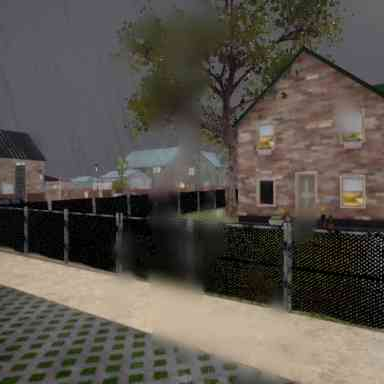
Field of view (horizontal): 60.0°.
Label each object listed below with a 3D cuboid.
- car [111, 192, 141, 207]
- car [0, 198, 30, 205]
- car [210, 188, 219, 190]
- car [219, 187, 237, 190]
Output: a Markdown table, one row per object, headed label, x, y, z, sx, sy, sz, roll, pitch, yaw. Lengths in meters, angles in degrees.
| label | x | y | z | sx | sy | sz | roll | pitch | yaw |
| --- | --- | --- | --- | --- | --- | --- | --- | --- | --- |
| car | -5.955 | 0.744 | 29.467 | 2.033 | 1.411 | 5.357 | -1 | 2 | 35 |
| car | -11.978 | 1.117 | 21.071 | 2.033 | 1.411 | 5.357 | -1 | 2 | 35 |
| car | 3.225 | 0.193 | 42.160 | 2.033 | 1.411 | 5.357 | -1 | 2 | 36 |
| car | 5.806 | 0.103 | 40.734 | 2.128 | 1.511 | 4.902 | -1 | 2 | 36 |
